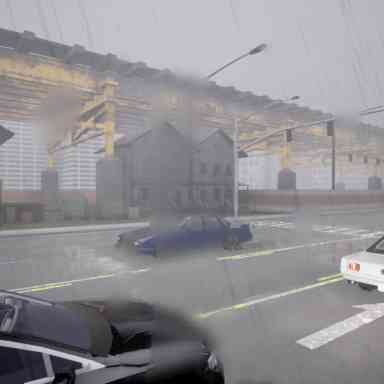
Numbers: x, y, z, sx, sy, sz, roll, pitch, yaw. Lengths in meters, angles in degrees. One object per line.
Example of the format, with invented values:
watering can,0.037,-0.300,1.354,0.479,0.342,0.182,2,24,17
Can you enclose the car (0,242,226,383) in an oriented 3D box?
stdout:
car,-1.918,1.492,2.378,4.902,1.511,2.128,0,0,-35

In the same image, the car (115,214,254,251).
car,-0.083,1.547,12.523,5.357,1.411,2.033,0,0,-35

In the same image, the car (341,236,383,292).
car,5.602,1.601,7.759,4.718,1.301,1.895,0,0,-35
